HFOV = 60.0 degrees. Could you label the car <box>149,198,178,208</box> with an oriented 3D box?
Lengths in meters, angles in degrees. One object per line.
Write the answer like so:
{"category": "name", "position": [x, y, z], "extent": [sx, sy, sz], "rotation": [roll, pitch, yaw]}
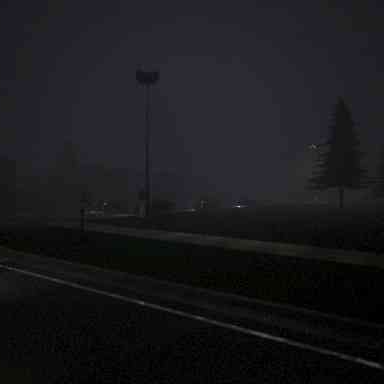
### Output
{"category": "car", "position": [-4.127, 1.591, 48.526], "extent": [1.994, 1.385, 4.181], "rotation": [0, 0, 35]}

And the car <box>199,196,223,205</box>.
{"category": "car", "position": [3.439, 1.533, 59.296], "extent": [1.837, 1.490, 4.892], "rotation": [0, 0, 35]}

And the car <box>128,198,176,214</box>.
{"category": "car", "position": [-4.189, 1.499, 36.215], "extent": [1.882, 1.535, 5.008], "rotation": [0, 0, 35]}

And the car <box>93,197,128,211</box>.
{"category": "car", "position": [-9.737, 1.379, 40.490], "extent": [2.097, 1.767, 4.553], "rotation": [0, 0, 35]}

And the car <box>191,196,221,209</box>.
{"category": "car", "position": [1.767, 1.373, 44.743], "extent": [2.097, 1.767, 4.553], "rotation": [0, 0, 35]}

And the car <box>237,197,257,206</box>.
{"category": "car", "position": [9.107, 1.583, 55.214], "extent": [1.994, 1.385, 4.181], "rotation": [0, 0, 35]}
